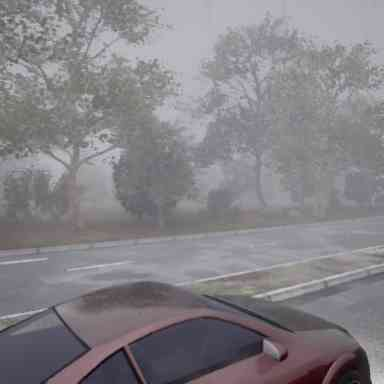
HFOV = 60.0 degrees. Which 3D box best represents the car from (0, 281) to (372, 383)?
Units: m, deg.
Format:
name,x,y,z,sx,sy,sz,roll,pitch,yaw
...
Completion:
name,x,y,z,sx,sy,sz,roll,pitch,yaw
car,-0.206,1.573,2.987,4.181,1.385,1.994,0,0,-36
